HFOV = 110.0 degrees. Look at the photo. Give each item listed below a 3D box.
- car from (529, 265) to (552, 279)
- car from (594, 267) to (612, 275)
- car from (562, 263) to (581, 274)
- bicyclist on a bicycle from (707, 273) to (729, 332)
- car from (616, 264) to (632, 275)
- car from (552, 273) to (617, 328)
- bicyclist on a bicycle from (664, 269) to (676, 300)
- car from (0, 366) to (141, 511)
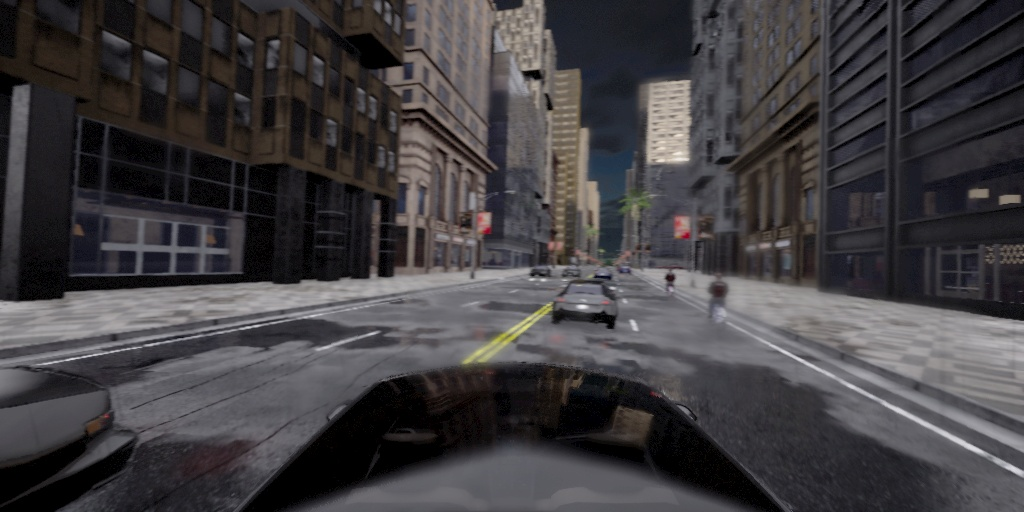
[{"bbox_3d":[3.328,1.738,40.603,2.033,1.411,5.357,2,0,15],"label":"car"},{"bbox_3d":[10.613,1.996,41.871,1.994,1.385,4.181,2,0,15],"label":"car"},{"bbox_3d":[6.927,1.875,41.442,1.994,1.385,4.181,2,0,15],"label":"car"},{"bbox_3d":[6.519,1.432,11.446,0.659,1.776,1.843,2,0,15],"label":"bicyclist on a bicycle"},{"bbox_3d":[18.980,2.329,60.241,1.812,1.442,4.674,2,0,15],"label":"car"},{"bbox_3d":[2.605,1.506,12.485,1.994,1.385,4.181,2,-1,15],"label":"car"},{"bbox_3d":[8.944,1.591,20.345,0.659,1.776,1.843,2,0,15],"label":"bicyclist on a bicycle"},{"bbox_3d":[-4.258,1.143,0.412,2.033,1.411,5.357,2,-1,15],"label":"car"}]
